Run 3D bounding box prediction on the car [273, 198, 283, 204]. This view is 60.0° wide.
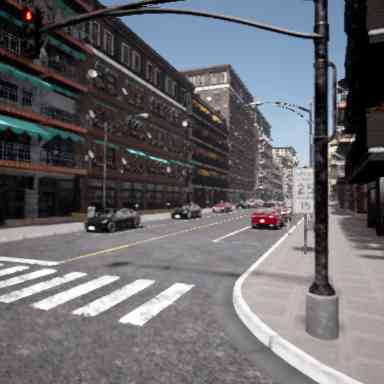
[{"bbox_3d":[23.010,2.342,88.914,1.887,1.381,4.507,1,0,22],"label":"car"}]

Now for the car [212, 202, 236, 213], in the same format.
[{"bbox_3d":[3.812,1.907,41.715,1.802,1.307,4.206,1,0,22],"label":"car"}]

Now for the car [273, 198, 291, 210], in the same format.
[{"bbox_3d":[14.080,1.787,51.889,2.097,1.767,4.553,0,-1,22],"label":"car"}]

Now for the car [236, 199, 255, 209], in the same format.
[{"bbox_3d":[8.078,1.994,52.204,1.947,1.339,4.313,1,0,22],"label":"car"}]

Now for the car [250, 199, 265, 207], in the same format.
[{"bbox_3d":[12.344,2.083,62.692,2.008,1.369,4.403,1,0,22],"label":"car"}]

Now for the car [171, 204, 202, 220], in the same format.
[{"bbox_3d":[-0.455,1.787,31.231,1.947,1.339,4.313,1,0,22],"label":"car"}]

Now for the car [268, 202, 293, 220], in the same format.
[{"bbox_3d":[7.296,1.786,28.033,1.802,1.307,4.206,1,0,22],"label":"car"}]

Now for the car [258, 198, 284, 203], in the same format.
[{"bbox_3d":[10.207,1.831,42.242,2.128,1.511,4.902,0,-1,22],"label":"car"}]

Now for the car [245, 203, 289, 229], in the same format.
[{"bbox_3d":[5.230,1.697,22.762,1.887,1.381,4.507,1,0,22],"label":"car"}]

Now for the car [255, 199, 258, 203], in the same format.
[{"bbox_3d":[10.213,1.920,57.449,1.967,1.590,4.097,1,0,22],"label":"car"}]

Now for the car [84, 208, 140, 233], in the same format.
[{"bbox_3d":[-4.840,1.685,20.788,1.947,1.339,4.313,1,0,22],"label":"car"}]

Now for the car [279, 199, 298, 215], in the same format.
[{"bbox_3d":[11.560,1.852,38.521,1.887,1.381,4.507,1,0,22],"label":"car"}]
